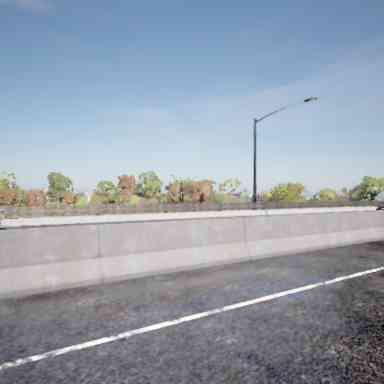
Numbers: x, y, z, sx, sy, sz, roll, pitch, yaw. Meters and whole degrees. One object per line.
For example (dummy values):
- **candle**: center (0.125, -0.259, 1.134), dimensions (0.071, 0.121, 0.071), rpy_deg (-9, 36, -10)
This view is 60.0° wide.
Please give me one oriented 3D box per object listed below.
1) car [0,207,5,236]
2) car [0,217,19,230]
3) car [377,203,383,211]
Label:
- **car**: center (-12.011, 1.555, 16.911), dimensions (4.181, 1.385, 1.994), rpy_deg (0, 0, -35)
- **car**: center (-8.505, 1.537, 10.816), dimensions (5.357, 1.411, 2.033), rpy_deg (1, 0, -35)
- **car**: center (25.775, 1.906, 43.024), dimensions (4.181, 1.385, 1.994), rpy_deg (1, 0, -34)
